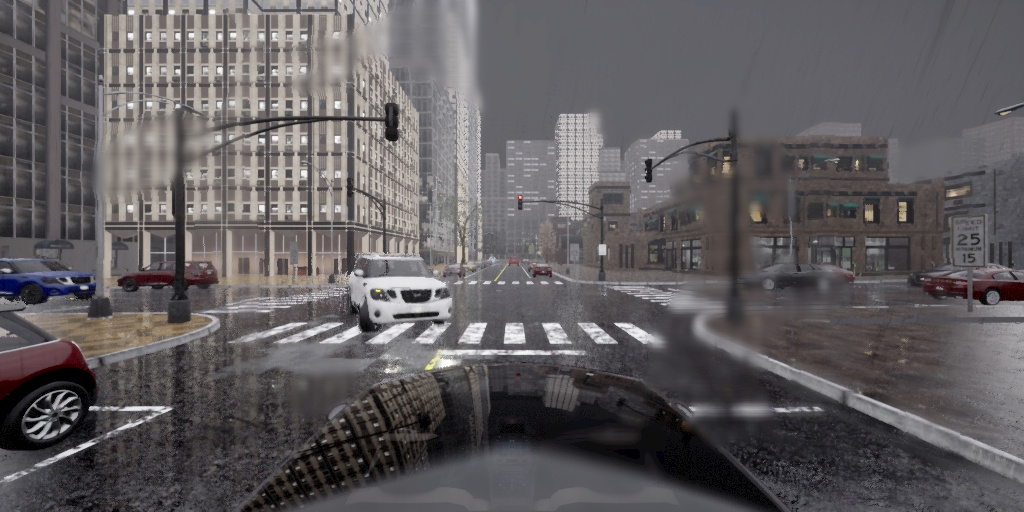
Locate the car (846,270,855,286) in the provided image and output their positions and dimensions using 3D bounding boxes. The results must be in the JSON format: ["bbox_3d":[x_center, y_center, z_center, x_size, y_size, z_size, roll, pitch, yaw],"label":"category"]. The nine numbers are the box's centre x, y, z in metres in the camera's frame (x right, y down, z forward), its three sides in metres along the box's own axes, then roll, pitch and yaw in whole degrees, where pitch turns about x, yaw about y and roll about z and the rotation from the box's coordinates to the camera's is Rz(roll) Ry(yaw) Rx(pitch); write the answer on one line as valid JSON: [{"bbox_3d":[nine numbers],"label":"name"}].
[{"bbox_3d":[19.050,1.202,22.543,4.207,1.307,1.802,0,0,-1],"label":"car"}]

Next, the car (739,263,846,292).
[{"bbox_3d":[15.140,1.147,19.915,4.892,1.490,1.837,0,0,-1],"label":"car"}]

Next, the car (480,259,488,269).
[{"bbox_3d":[-5.415,1.324,56.889,2.007,1.370,4.403,0,0,0],"label":"car"}]

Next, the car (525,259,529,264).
[{"bbox_3d":[2.909,1.348,45.765,1.802,1.307,4.207,0,0,0],"label":"car"}]

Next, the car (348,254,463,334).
[{"bbox_3d":[-3.723,0.971,11.252,2.150,2.045,5.566,2,-1,-31],"label":"car"}]

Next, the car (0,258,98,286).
[{"bbox_3d":[-22.280,1.111,16.340,5.566,2.045,2.150,0,0,-1],"label":"car"}]

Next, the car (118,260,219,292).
[{"bbox_3d":[-21.022,1.204,22.140,5.009,1.841,2.192,0,0,-1],"label":"car"}]

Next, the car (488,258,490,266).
[{"bbox_3d":[-5.388,1.344,62.429,1.948,1.339,4.313,0,0,0],"label":"car"}]

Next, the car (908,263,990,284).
[{"bbox_3d":[24.943,1.141,20.021,4.181,1.385,1.994,0,0,-1],"label":"car"}]

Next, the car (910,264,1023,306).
[{"bbox_3d":[19.134,1.153,14.162,4.507,1.381,1.888,0,0,-1],"label":"car"}]

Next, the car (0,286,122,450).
[{"bbox_3d":[-5.691,1.190,2.259,1.967,1.591,4.097,0,0,0],"label":"car"}]

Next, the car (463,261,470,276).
[{"bbox_3d":[-5.527,1.341,34.726,1.802,1.307,4.207,0,0,0],"label":"car"}]

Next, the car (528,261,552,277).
[{"bbox_3d":[2.854,1.304,34.683,1.888,1.381,4.507,0,0,0],"label":"car"}]

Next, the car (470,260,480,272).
[{"bbox_3d":[-5.472,1.292,45.637,1.751,1.417,4.829,0,0,0],"label":"car"}]
